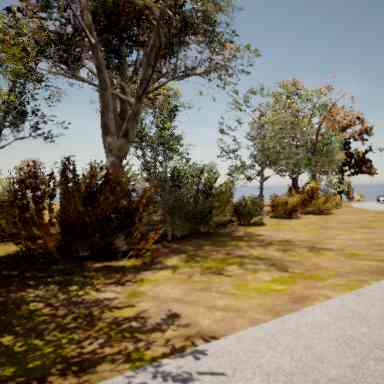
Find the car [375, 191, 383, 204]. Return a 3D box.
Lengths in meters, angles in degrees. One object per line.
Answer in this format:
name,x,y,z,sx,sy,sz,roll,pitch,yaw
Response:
car,23.753,0.623,40.192,4.902,1.511,2.128,-2,1,-45
